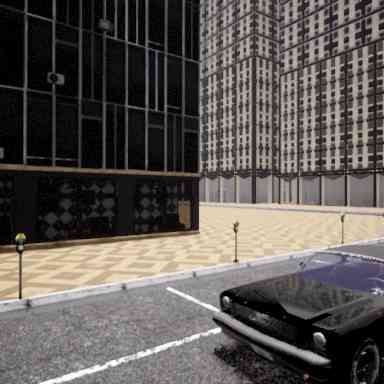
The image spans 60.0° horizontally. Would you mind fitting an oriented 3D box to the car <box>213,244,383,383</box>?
[{"bbox_3d":[2.633,1.599,5.242,4.718,1.301,1.895,0,0,-35],"label":"car"}]
